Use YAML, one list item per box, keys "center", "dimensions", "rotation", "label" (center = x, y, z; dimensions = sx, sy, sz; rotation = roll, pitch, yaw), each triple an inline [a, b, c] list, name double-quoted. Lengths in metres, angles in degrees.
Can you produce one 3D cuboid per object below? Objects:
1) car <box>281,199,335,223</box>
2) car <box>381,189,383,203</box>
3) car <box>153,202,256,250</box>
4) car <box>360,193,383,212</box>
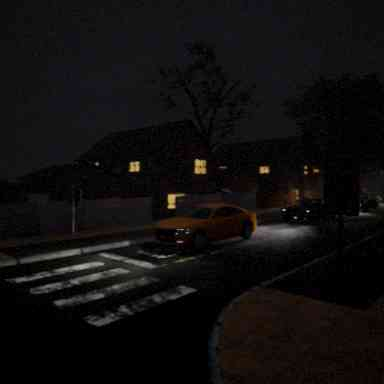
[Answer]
- center: [7.413, 1.103, 20.714]
  dimensions: [1.895, 1.301, 4.718]
  rotation: [1, 2, 42]
  label: "car"
- center: [23.363, 0.441, 38.061]
  dimensions: [1.882, 1.535, 5.008]
  rotation: [1, 2, 43]
  label: "car"
- center: [0.661, 1.213, 13.317]
  dimensions: [1.882, 1.535, 5.008]
  rotation: [1, 2, 42]
  label: "car"
- center: [14.391, 0.807, 28.345]
  dimensions: [2.033, 1.411, 5.357]
  rotation: [1, 2, 42]
  label: "car"
